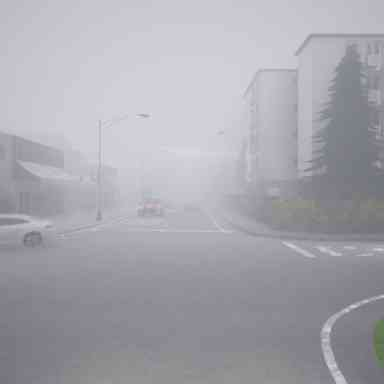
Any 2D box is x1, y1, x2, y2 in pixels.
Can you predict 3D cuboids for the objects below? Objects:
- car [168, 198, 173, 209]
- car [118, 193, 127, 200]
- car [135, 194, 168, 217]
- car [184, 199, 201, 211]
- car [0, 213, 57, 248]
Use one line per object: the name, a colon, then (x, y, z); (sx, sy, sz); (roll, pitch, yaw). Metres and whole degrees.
car: (-3.656, 1.512, 44.438); (1.812, 1.442, 4.674); (0, 0, 0)
car: (-19.067, 1.462, 91.592); (2.007, 1.523, 4.514); (0, 0, 0)
car: (-3.646, 1.343, 30.506); (2.097, 1.767, 4.553); (0, 0, 0)
car: (0.037, 1.514, 40.245); (1.812, 1.442, 4.674); (0, 0, 0)
car: (-8.356, 1.685, 14.358); (4.674, 1.442, 1.812); (-1, 1, -29)
